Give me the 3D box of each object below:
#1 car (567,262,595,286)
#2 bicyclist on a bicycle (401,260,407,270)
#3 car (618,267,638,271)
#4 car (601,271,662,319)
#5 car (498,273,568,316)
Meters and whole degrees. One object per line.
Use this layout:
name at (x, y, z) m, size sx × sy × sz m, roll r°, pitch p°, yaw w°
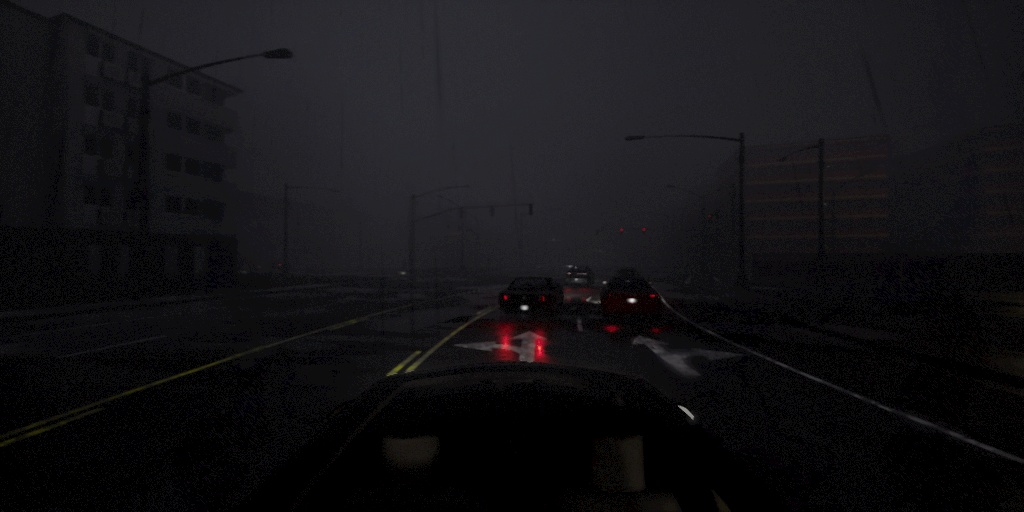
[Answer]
car at (5.422, 1.512, 28.235) m, size 2.128 × 1.511 × 4.902 m, roll 0°, pitch 0°, yaw 18°
bicyclist on a bicycle at (-17.430, 1.501, 58.092) m, size 0.582 × 1.620 × 1.656 m, roll 0°, pitch 0°, yaw 17°
car at (8.808, 1.552, 27.204) m, size 1.812 × 1.442 × 4.674 m, roll 0°, pitch 0°, yaw 20°
car at (4.424, 1.446, 13.673) m, size 1.994 × 1.385 × 4.181 m, roll 0°, pitch 0°, yaw 14°
car at (0.946, 1.472, 14.246) m, size 1.895 × 1.301 × 4.718 m, roll 0°, pitch -1°, yaw 14°
